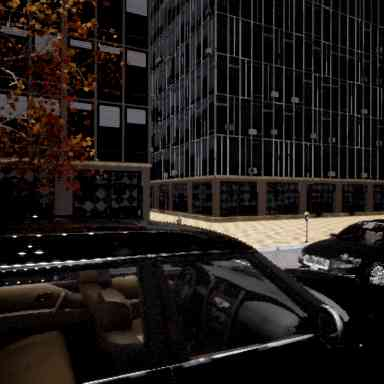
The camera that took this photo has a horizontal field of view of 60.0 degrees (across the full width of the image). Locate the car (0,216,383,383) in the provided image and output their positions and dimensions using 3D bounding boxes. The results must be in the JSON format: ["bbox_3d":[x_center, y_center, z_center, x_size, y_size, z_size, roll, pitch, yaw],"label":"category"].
[{"bbox_3d":[-0.433,1.222,2.519,5.566,2.045,2.150,0,0,-26],"label":"car"}]
